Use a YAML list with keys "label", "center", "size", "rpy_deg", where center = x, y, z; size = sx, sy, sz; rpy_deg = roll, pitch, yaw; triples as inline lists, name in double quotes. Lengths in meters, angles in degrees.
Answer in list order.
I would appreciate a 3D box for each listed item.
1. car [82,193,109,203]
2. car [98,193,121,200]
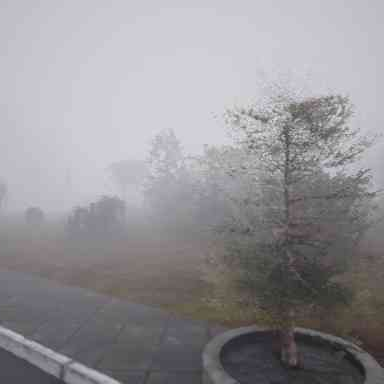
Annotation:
- label: "car"
  center: [-16.604, 1.257, 58.865]
  size: [2.150, 2.045, 5.566]
  rpy_deg: [0, 1, 39]
- label: "car"
  center: [-13.757, 1.502, 56.864]
  size: [1.882, 1.535, 5.008]
  rpy_deg: [0, 1, 39]
